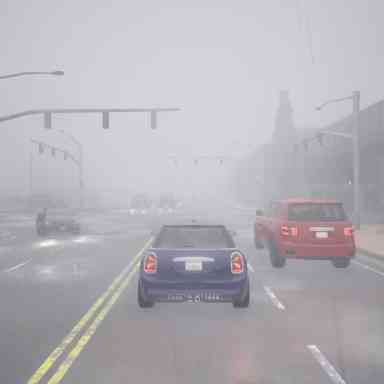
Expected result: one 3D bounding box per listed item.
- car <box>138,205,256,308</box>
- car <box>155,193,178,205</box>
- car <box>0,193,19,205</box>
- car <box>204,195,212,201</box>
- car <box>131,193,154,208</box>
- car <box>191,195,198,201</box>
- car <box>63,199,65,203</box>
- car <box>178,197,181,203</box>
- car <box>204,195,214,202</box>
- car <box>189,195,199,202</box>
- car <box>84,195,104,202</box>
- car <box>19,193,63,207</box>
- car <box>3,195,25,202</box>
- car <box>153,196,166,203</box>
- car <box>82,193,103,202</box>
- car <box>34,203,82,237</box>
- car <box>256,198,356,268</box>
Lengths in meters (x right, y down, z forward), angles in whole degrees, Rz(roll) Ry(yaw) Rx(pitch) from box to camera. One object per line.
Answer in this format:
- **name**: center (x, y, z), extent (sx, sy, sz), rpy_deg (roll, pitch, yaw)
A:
- **car**: center (0.040, 1.352, 8.092), extent (2.097, 1.767, 4.553), rpy_deg (0, 0, 0)
- **car**: center (-3.783, 1.221, 50.607), extent (2.150, 2.045, 5.566), rpy_deg (0, 0, 1)
- **car**: center (-39.110, 1.153, 70.134), extent (4.605, 1.855, 1.932), rpy_deg (0, 0, 0)
- **car**: center (4.170, 1.525, 87.756), extent (2.128, 1.511, 4.902), rpy_deg (0, 0, 1)
- **car**: center (-7.321, 1.221, 48.183), extent (2.150, 2.045, 5.566), rpy_deg (0, 0, 1)
- **car**: center (0.669, 1.478, 87.748), extent (1.882, 1.535, 5.008), rpy_deg (0, 0, 1)
- **car**: center (-21.523, 1.156, 50.558), extent (3.866, 1.878, 1.905), rpy_deg (0, 0, 0)
- **car**: center (-3.563, 1.526, 60.416), extent (1.812, 1.442, 4.674), rpy_deg (0, 0, 1)
- **car**: center (3.853, 1.524, 74.561), extent (1.812, 1.442, 4.674), rpy_deg (0, 0, 1)
- **car**: center (0.337, 1.500, 73.911), extent (1.837, 1.490, 4.892), rpy_deg (0, 0, 1)
- **car**: center (-21.583, 1.395, 73.076), extent (3.806, 1.475, 1.970), rpy_deg (0, 0, 0)
- **car**: center (-21.573, 1.153, 47.663), extent (4.605, 1.855, 1.932), rpy_deg (0, 0, 0)
- **car**: center (-39.050, 1.364, 73.030), extent (3.905, 1.438, 1.784), rpy_deg (0, 0, 0)
- **car**: center (-6.778, 1.547, 69.307), extent (2.033, 1.411, 5.357), rpy_deg (0, 0, 1)
- **car**: center (-21.590, 1.156, 70.181), extent (3.866, 1.878, 1.905), rpy_deg (0, 0, 0)
- **car**: center (-7.406, 1.526, 18.337), extent (1.812, 1.442, 4.674), rpy_deg (2, -1, -29)
- **car**: center (3.535, 1.221, 11.433), extent (2.150, 2.045, 5.566), rpy_deg (0, 0, 2)
